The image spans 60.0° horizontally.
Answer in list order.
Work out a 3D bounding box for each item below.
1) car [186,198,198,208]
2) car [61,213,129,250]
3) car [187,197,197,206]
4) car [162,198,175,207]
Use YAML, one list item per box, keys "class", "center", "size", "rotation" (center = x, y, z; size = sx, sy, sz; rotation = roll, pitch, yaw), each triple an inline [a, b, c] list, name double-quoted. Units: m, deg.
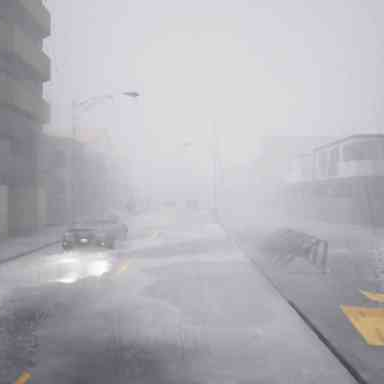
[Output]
- class: "car"
  center: [-0.001, 1.764, 54.127]
  size: [1.882, 1.535, 5.008]
  rotation: [0, 0, 0]
- class: "car"
  center: [-4.062, 1.642, 14.525]
  size: [1.994, 1.385, 4.181]
  rotation: [0, 0, 0]
- class: "car"
  center: [-0.002, 1.817, 64.504]
  size: [1.882, 1.535, 5.008]
  rotation: [0, 0, 0]
- class: "car"
  center: [-4.004, 1.834, 57.701]
  size: [1.812, 1.442, 4.674]
  rotation: [0, 0, 0]
